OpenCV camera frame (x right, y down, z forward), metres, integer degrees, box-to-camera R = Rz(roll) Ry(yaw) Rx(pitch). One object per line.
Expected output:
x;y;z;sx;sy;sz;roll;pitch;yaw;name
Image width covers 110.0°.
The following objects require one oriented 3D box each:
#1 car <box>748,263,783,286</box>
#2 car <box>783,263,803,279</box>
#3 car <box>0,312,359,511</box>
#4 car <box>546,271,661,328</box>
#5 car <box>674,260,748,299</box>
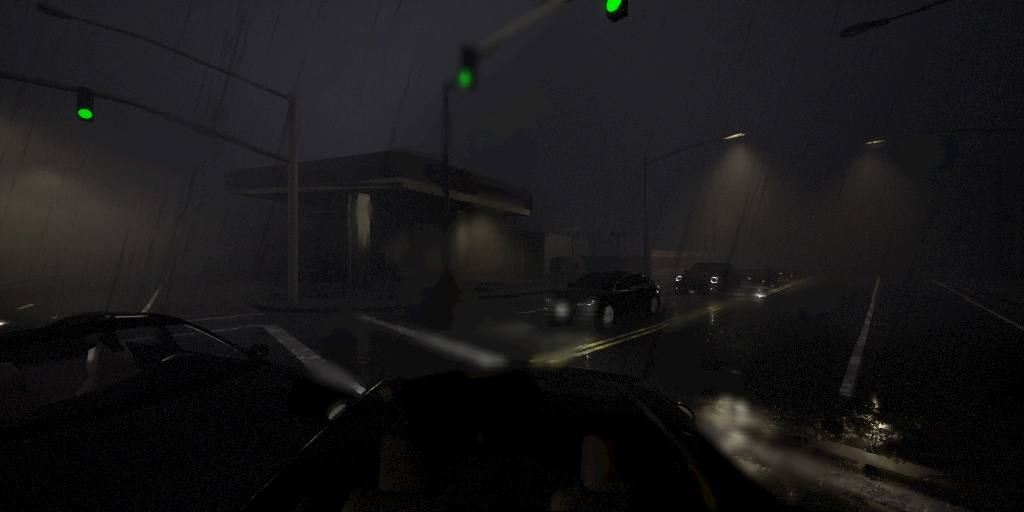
17.157;1.314;25.102;4.181;1.385;1.994;0;0;-45;car
24.432;1.314;32.009;4.181;1.385;1.994;0;0;-43;car
-3.368;1.242;2.739;4.902;1.511;2.128;0;0;16;car
3.115;1.255;11.627;4.892;1.490;1.837;0;0;-44;car
10.092;1.102;18.333;4.553;1.767;2.097;0;0;-44;car
